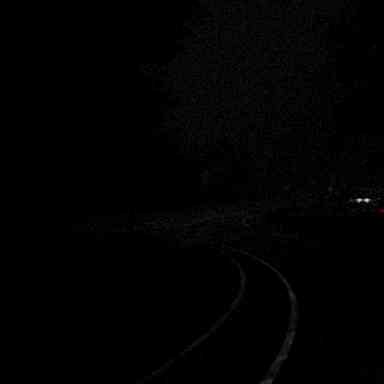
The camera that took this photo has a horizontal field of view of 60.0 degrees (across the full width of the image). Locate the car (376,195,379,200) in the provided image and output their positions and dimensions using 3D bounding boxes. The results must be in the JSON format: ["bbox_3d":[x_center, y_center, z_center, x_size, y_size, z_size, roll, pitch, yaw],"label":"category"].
[{"bbox_3d":[35.598,1.137,62.201,1.895,1.301,4.718,-1,1,28],"label":"car"}]

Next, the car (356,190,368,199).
[{"bbox_3d":[38.375,0.881,74.344,1.895,1.301,4.718,-1,1,28],"label":"car"}]

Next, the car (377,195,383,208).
[{"bbox_3d":[28.080,1.539,47.849,1.895,1.301,4.718,-1,1,28],"label":"car"}]

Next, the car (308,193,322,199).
[{"bbox_3d":[28.647,0.949,78.413,1.837,1.490,4.892,-1,1,28],"label":"car"}]
